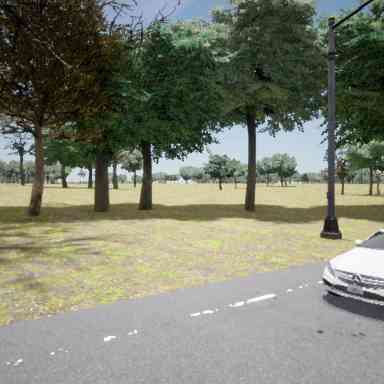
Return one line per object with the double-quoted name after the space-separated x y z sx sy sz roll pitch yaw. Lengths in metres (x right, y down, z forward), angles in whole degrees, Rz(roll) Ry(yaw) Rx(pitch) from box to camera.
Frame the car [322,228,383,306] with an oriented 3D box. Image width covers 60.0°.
4.896 1.533 7.456 4.674 1.442 1.812 0 0 -35 "car"
